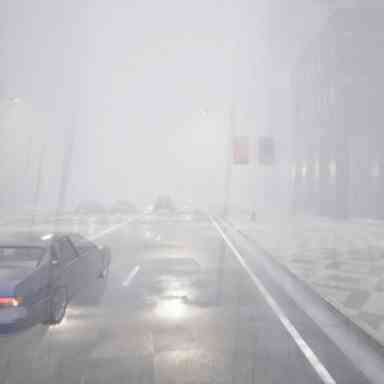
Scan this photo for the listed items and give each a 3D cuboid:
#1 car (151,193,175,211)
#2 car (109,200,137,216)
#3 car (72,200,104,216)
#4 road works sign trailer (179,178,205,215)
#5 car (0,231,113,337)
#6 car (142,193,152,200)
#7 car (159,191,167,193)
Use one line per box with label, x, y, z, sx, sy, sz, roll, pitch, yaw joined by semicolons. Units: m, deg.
car;-3.149;1.275;38.604;2.097;1.767;4.553;0;0;0
car;-6.579;1.494;32.329;2.033;1.411;5.357;0;0;0
car;-9.827;1.472;32.156;1.812;1.442;4.674;0;0;0
road works sign trailer;0.068;0.409;32.856;2.380;3.560;2.880;0;0;0
car;-3.151;1.545;7.020;2.033;1.411;5.357;0;0;0
car;-9.747;0.944;73.985;2.097;1.767;4.553;0;0;0
car;-6.497;0.814;73.924;2.150;2.045;5.566;0;0;0
